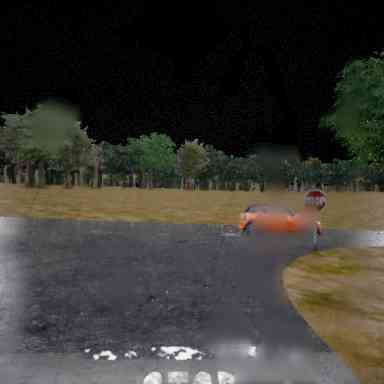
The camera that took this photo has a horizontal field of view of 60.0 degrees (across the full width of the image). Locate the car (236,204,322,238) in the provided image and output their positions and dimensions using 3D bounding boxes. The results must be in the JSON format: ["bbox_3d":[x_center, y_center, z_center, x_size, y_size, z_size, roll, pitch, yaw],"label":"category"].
[{"bbox_3d":[4.909,1.551,18.842,4.553,1.767,2.097,2,-2,-3],"label":"car"}]
